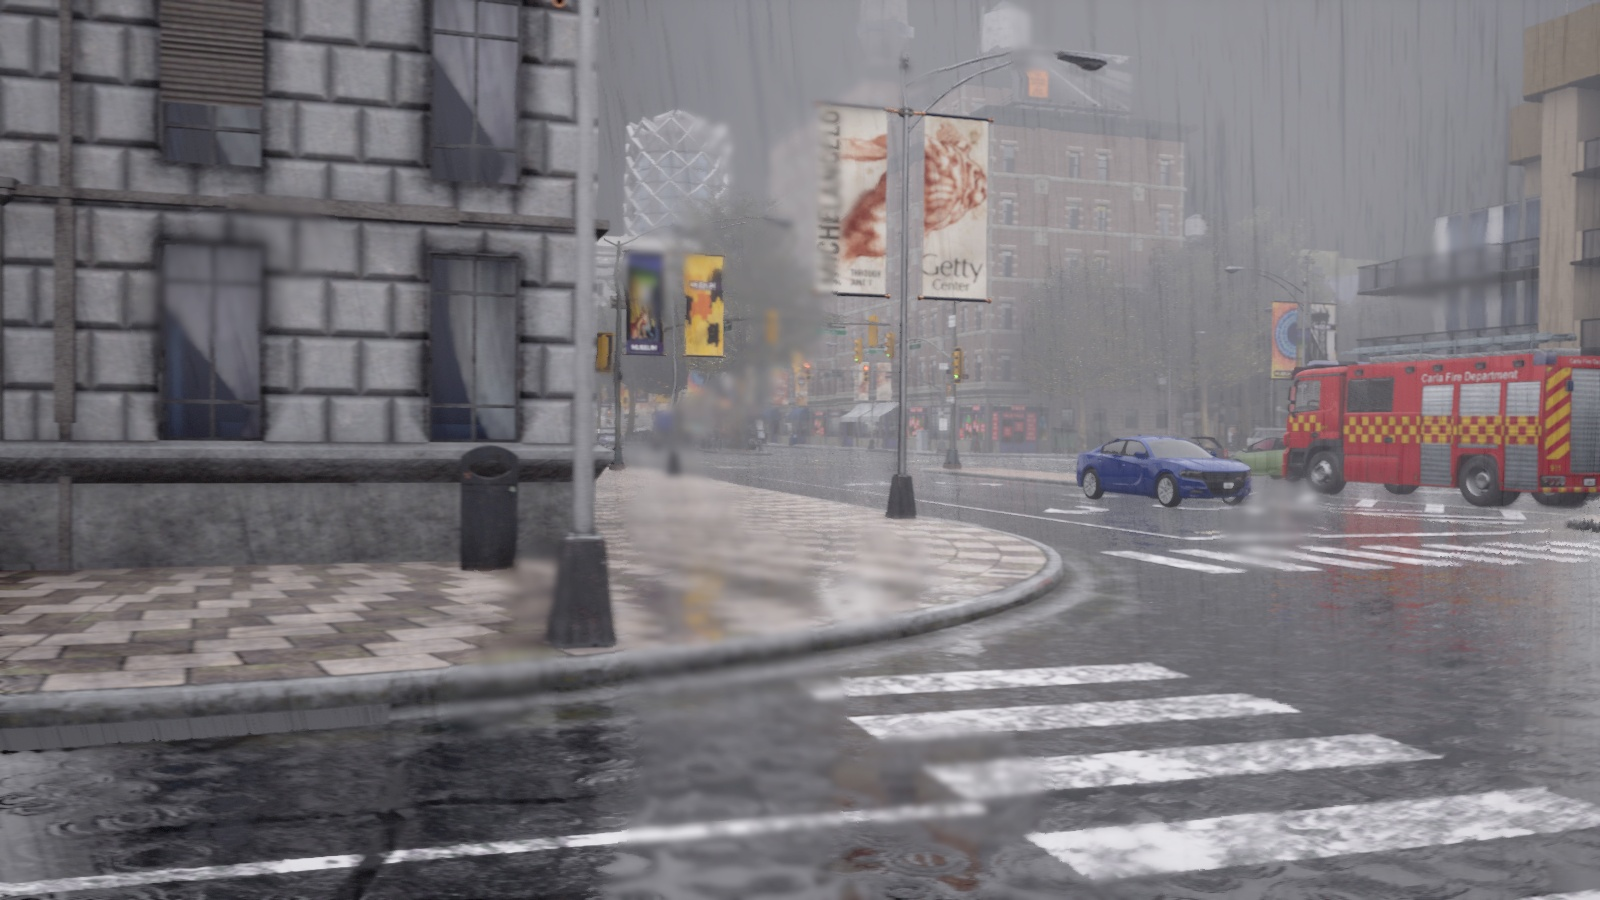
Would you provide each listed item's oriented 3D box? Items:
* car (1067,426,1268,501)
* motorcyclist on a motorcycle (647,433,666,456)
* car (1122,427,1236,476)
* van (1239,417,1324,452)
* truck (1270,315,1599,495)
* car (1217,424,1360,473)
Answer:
[{"bbox_3d":[8.147,0.240,28.431,1.882,1.535,5.008,-1,1,-18],"label":"car"},{"bbox_3d":[-9.674,-0.385,84.439,0.866,1.530,2.191,-1,1,-16],"label":"motorcyclist on a motorcycle"},{"bbox_3d":[12.418,0.027,41.361,1.845,1.501,3.633,-1,1,-18],"label":"car"},{"bbox_3d":[28.036,-0.905,73.137,4.442,1.987,1.775,-1,1,-18],"label":"van"},{"bbox_3d":[15.672,-1.027,31.105,2.891,3.827,8.468,-1,1,-18],"label":"truck"},{"bbox_3d":[16.047,-0.082,41.496,2.007,1.525,4.514,-1,1,-18],"label":"car"}]
